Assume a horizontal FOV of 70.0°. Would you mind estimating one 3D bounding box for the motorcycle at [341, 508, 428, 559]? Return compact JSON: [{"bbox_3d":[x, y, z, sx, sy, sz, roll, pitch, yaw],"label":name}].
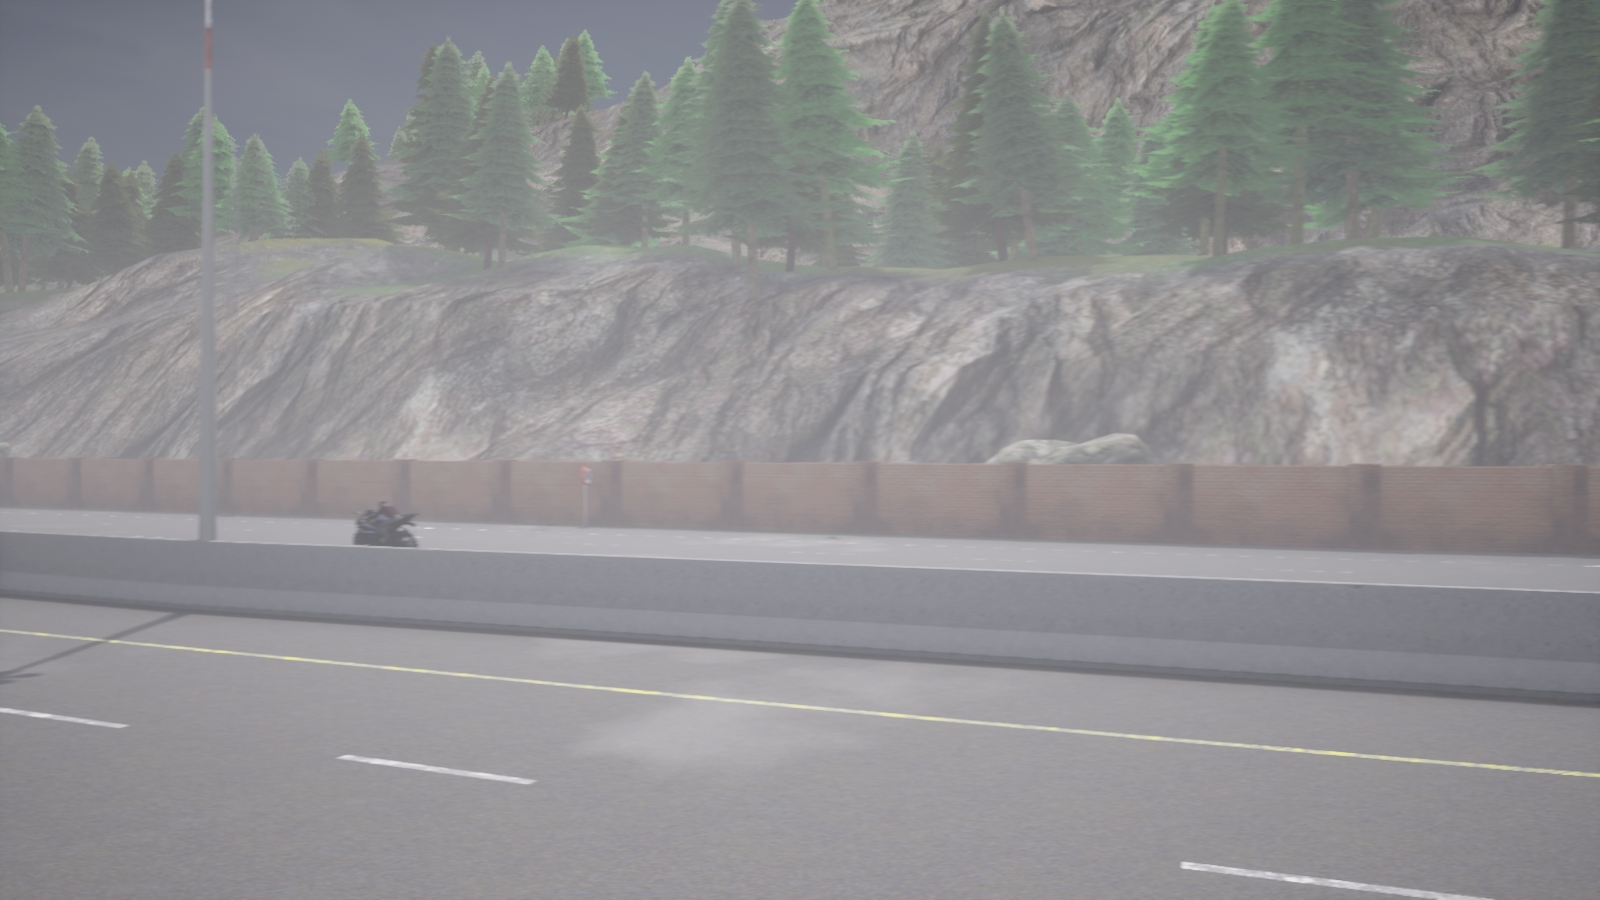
[{"bbox_3d":[-11.064,2.211,30.419,2.209,1.251,0.867,0,0,24],"label":"motorcycle"}]
